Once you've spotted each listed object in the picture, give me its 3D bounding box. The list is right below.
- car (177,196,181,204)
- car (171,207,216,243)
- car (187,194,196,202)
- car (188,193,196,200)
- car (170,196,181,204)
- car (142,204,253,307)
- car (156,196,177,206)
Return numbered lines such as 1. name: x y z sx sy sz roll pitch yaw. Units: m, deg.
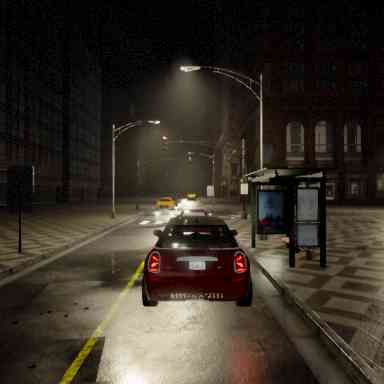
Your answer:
1. car: -3.130 1.428 52.673 1.837 1.490 4.892 0 0 0
2. car: 0.083 1.558 16.791 1.994 1.385 4.181 0 0 0
3. car: -0.057 1.441 74.382 1.895 1.301 4.718 0 0 0
4. car: -0.064 1.127 84.356 1.882 1.535 5.008 0 0 0
5. car: -3.100 1.489 64.009 1.895 1.301 4.718 0 0 0
6. car: 0.094 1.352 8.148 2.097 1.767 4.553 0 0 0
7. car: -3.129 1.431 39.546 1.882 1.535 5.008 0 0 0
